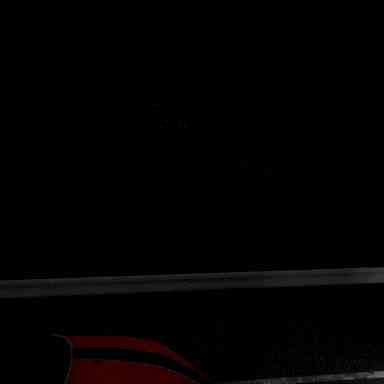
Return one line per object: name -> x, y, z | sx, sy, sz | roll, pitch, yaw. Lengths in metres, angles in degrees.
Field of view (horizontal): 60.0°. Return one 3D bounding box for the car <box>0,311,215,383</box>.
car -> -1.856, 1.352, 1.660 | 4.553, 1.767, 2.097 | 0, 0, -6
